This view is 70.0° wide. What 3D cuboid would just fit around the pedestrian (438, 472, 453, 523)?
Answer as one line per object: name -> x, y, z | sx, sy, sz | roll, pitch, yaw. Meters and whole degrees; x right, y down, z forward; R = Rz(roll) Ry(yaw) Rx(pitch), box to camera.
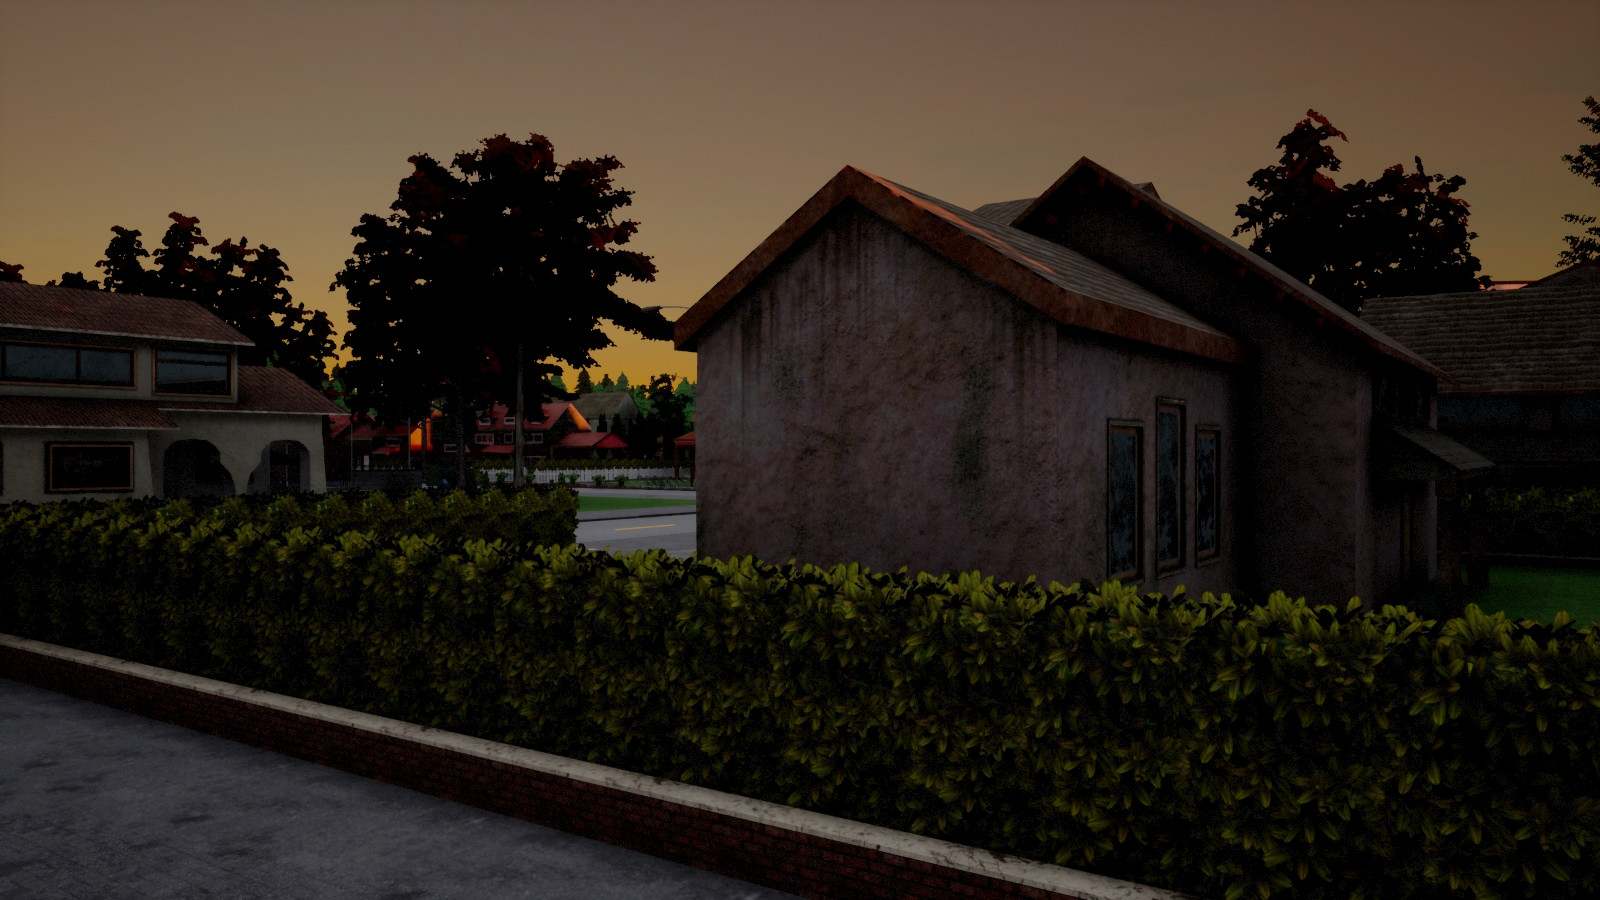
pedestrian -> -13.102, 1.733, 42.197 | 0.375, 1.860, 0.375 | 0, 0, 37
